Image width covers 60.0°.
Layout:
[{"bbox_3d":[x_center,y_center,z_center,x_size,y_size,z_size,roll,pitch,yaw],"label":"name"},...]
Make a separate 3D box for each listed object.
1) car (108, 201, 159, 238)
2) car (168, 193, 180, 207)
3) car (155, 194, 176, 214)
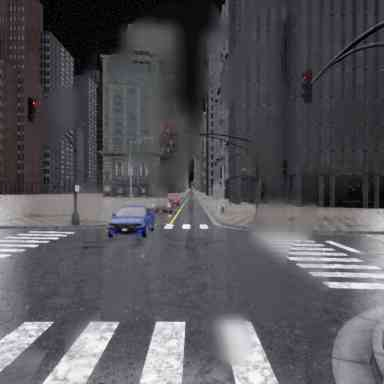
[{"bbox_3d":[-3.097,1.476,17.794,1.882,1.535,5.008,0,0,0],"label":"car"},{"bbox_3d":[-3.080,1.213,52.820,2.150,2.045,5.566,0,1,0],"label":"car"},{"bbox_3d":[-3.096,1.349,35.309,2.097,1.767,4.553,0,0,0],"label":"car"}]
